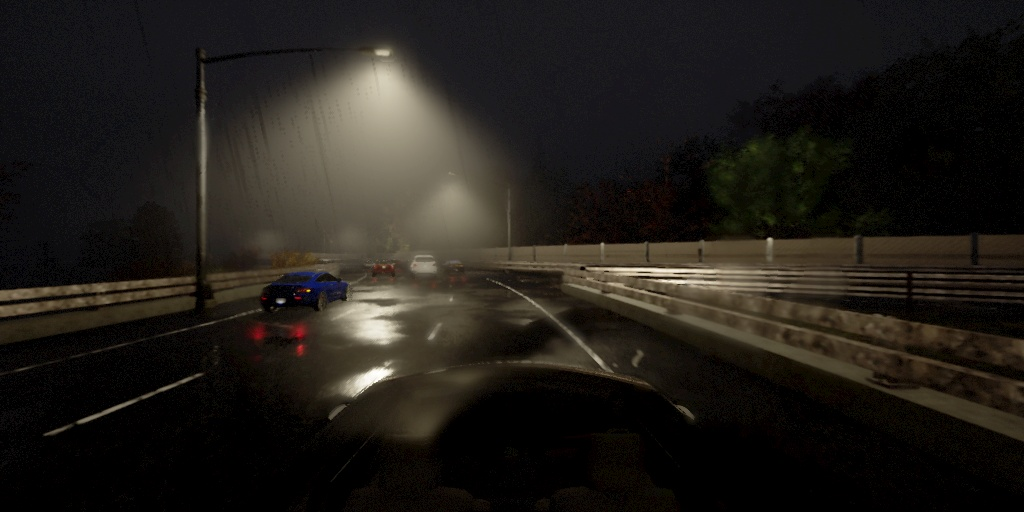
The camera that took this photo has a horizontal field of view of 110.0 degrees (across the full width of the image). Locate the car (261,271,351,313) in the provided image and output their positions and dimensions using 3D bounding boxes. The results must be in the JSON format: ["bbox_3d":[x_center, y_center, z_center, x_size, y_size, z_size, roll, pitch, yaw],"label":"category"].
[{"bbox_3d":[-7.929,1.310,14.152,1.812,1.442,4.674,0,0,-7],"label":"car"}]

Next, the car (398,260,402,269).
[{"bbox_3d":[-18.897,1.306,57.324,1.837,1.490,4.892,0,0,-31],"label":"car"}]

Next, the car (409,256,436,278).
[{"bbox_3d":[-8.500,0.985,34.139,2.150,2.045,5.566,0,0,-18],"label":"car"}]

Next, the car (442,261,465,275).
[{"bbox_3d":[-6.365,1.236,38.590,2.128,1.511,4.902,0,0,-19],"label":"car"}]

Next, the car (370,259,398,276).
[{"bbox_3d":[-13.379,1.142,37.400,2.097,1.767,4.553,0,0,-20],"label":"car"}]

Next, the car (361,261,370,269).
[{"bbox_3d":[-22.939,1.427,57.399,1.895,1.301,4.718,0,0,-32],"label":"car"}]
